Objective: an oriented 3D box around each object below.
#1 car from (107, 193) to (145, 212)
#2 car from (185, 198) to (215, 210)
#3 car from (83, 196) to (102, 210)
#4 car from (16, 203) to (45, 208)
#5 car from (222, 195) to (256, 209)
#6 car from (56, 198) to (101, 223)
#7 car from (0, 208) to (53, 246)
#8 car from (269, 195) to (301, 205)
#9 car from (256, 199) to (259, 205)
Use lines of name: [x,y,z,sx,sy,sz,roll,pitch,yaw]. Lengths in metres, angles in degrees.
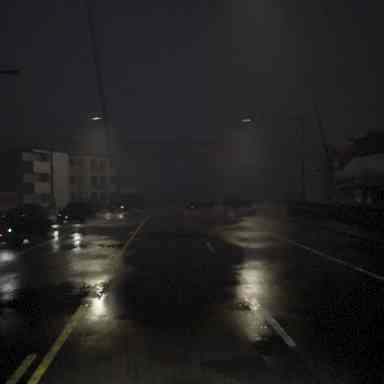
car: [-7.380,1.152,37.774,2.150,2.045,5.566,-1,0,20]
car: [1.052,1.367,39.401,1.895,1.301,4.718,-1,0,27]
car: [-11.546,1.370,35.369,2.097,1.767,4.553,-1,0,14]
car: [-12.379,1.614,25.117,1.812,1.442,4.674,-1,0,-2]
car: [5.497,1.158,40.294,1.882,1.535,5.008,-1,0,35]
car: [-8.879,1.525,25.900,1.837,1.490,4.892,-1,0,0]
car: [-8.357,1.666,15.807,1.895,1.301,4.718,-1,0,-4]
car: [13.325,1.101,47.086,4.718,1.301,1.895,-1,0,-26]
car: [7.531,1.168,47.452,4.181,1.385,1.994,-1,0,-36]
